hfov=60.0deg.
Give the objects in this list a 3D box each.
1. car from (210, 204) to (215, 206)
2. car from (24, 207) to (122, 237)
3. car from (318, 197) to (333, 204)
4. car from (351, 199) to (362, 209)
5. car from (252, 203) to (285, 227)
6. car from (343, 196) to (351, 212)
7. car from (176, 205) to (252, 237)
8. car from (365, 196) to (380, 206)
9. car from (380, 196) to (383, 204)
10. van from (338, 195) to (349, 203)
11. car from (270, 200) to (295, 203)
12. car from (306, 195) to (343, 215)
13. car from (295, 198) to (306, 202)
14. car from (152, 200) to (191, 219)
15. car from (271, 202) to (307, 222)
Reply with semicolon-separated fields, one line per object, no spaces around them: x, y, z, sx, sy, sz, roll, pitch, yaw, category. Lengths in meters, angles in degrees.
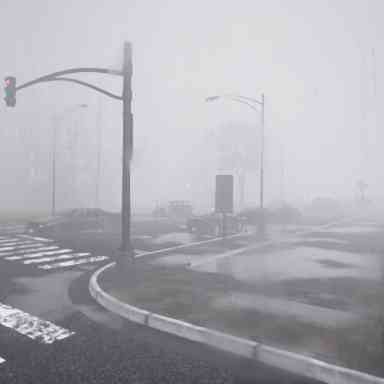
2.406;1.699;30.442;1.895;1.301;4.718;1;0;36;car
-6.348;1.576;18.688;2.033;1.411;5.357;1;0;39;car
28.004;1.849;69.672;1.947;1.339;4.313;1;0;36;car
24.900;1.773;51.291;1.967;1.590;4.097;1;0;36;car
4.659;1.737;23.518;1.947;1.339;4.313;1;0;36;car
18.370;1.720;42.315;1.967;1.590;4.097;1;0;36;car
1.413;1.696;19.100;2.008;1.369;4.403;1;0;36;car
34.859;1.940;64.849;1.752;1.417;4.829;1;0;36;car
41.334;1.784;73.659;2.192;1.841;5.009;1;0;36;car
37.864;1.706;83.093;1.690;1.788;3.998;1;0;36;van
11.064;1.694;42.178;1.812;1.442;4.674;1;0;37;car
15.112;1.569;37.821;2.192;1.841;5.009;1;0;36;car
18.044;1.726;56.114;1.752;1.417;4.829;1;0;36;car
-1.675;1.481;29.485;1.967;1.590;4.097;1;0;36;car
7.902;1.779;27.935;1.802;1.307;4.206;1;0;36;car
